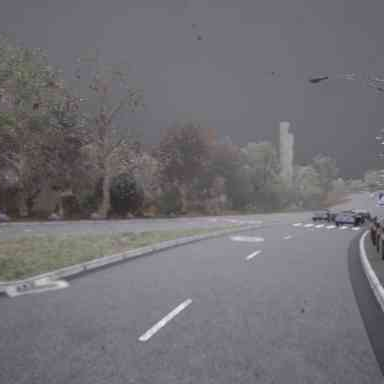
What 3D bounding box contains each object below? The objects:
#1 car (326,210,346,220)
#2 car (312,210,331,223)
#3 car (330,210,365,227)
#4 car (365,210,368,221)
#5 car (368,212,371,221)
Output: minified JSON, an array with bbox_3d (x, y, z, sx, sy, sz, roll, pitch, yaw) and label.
[{"bbox_3d":[20.588,3.232,47.435,1.895,1.301,4.718,1,-2,31],"label":"car"},{"bbox_3d":[15.536,2.786,39.136,2.033,1.411,5.357,1,-2,32],"label":"car"},{"bbox_3d":[15.113,2.589,32.203,2.033,1.411,5.357,1,-2,31],"label":"car"},{"bbox_3d":[18.648,2.820,38.004,1.837,1.490,4.892,1,-2,31],"label":"car"},{"bbox_3d":[23.567,3.174,46.076,1.882,1.535,5.008,1,-2,31],"label":"car"}]
